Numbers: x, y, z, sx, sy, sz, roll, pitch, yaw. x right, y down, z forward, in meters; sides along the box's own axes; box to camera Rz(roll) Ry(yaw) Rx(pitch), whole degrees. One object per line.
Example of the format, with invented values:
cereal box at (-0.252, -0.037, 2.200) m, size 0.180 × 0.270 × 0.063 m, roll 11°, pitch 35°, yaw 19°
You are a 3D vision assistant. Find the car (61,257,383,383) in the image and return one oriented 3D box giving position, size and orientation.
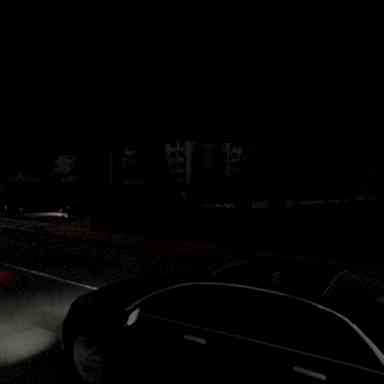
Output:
car at (0.562, 1.499, 3.588) m, size 4.892 × 1.490 × 1.837 m, roll 0°, pitch 0°, yaw 36°

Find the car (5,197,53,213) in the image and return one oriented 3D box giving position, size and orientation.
car at (-15.656, 1.215, 32.803) m, size 2.128 × 1.511 × 4.902 m, roll 1°, pitch 0°, yaw 38°

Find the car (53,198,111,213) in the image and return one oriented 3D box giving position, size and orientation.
car at (-10.721, 1.305, 33.461) m, size 2.033 × 1.411 × 5.357 m, roll 1°, pitch 0°, yaw 38°
